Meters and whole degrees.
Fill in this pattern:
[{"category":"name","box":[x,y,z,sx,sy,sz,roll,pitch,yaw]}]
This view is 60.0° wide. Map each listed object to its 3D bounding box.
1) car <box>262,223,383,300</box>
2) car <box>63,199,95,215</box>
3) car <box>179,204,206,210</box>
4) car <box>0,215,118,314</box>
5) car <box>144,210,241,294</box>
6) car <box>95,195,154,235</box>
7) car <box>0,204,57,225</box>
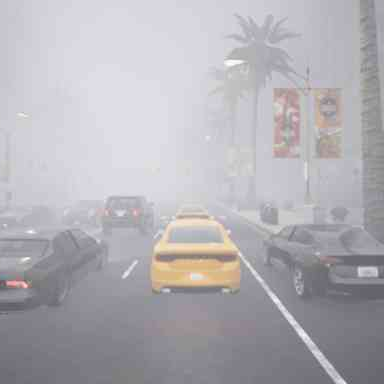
[{"category":"car","box":[3.164,1.492,8.380,2.161,1.482,4.786,0,0,-1]},{"category":"car","box":[-7.083,1.298,22.681,2.097,1.767,4.553,0,0,0]},{"category":"car","box":[0.031,1.429,18.989,1.882,1.535,5.008,0,0,0]},{"category":"car","box":[-3.422,1.528,7.833,2.033,1.411,5.357,0,0,0]},{"category":"car","box":[0.070,1.455,8.791,1.882,1.535,5.008,0,0,0]},{"category":"car","box":[-3.467,1.174,18.718,2.150,2.045,5.566,0,0,0]},{"category":"car","box":[-10.589,1.493,21.541,2.033,1.411,5.357,0,0,0]}]
